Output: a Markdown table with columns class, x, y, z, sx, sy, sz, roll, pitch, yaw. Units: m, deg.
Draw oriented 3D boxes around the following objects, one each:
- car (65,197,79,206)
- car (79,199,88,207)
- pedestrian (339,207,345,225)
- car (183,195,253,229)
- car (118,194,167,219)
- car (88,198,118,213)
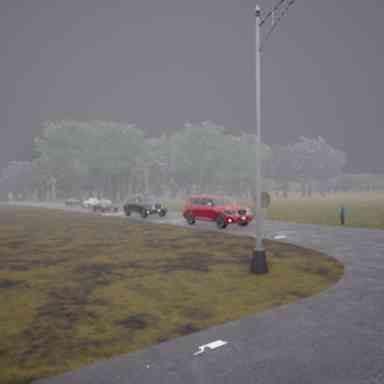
| class | x | y | z | sx | sy | sz | roll | pitch | yaw |
| --- | --- | --- | --- | --- | --- | --- | --- | --- | --- |
| car | -21.289 | 1.723 | 59.475 | 2.128 | 1.511 | 4.902 | -2 | 1 | -36 |
| car | -15.442 | 1.647 | 51.311 | 1.812 | 1.442 | 4.674 | -2 | 1 | -36 |
| pedestrian | 9.696 | 1.548 | 21.402 | 0.500 | 1.100 | 0.500 | -2 | 1 | -36 |
| car | 1.545 | 1.238 | 22.496 | 2.150 | 2.045 | 5.566 | -2 | 1 | -35 |
| car | -4.482 | 1.263 | 30.927 | 2.150 | 2.045 | 5.566 | -2 | 1 | -36 |
| car | -10.269 | 1.622 | 39.025 | 1.812 | 1.442 | 4.674 | -2 | 1 | -35 |
